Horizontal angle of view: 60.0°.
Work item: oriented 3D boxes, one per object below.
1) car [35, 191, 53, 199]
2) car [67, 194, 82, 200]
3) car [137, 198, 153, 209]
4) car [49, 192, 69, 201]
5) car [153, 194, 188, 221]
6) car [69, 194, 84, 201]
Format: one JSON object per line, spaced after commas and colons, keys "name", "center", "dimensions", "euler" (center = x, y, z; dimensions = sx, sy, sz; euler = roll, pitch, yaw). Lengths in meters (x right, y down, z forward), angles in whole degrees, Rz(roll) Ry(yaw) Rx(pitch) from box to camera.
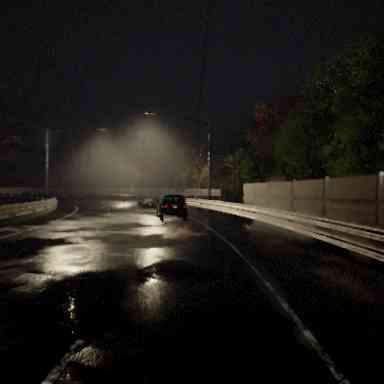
{"name": "car", "center": [-35.567, 1.126, 80.220], "dimensions": [1.812, 1.442, 4.674], "euler": [1, 0, -44]}
{"name": "car", "center": [-29.896, 1.165, 84.394], "dimensions": [1.837, 1.490, 4.892], "euler": [1, 0, -44]}
{"name": "car", "center": [-5.920, 1.499, 43.702], "dimensions": [1.994, 1.385, 4.181], "euler": [1, 0, -19]}
{"name": "car", "center": [-29.052, 1.228, 72.552], "dimensions": [1.994, 1.385, 4.181], "euler": [1, 0, -40]}
{"name": "car", "center": [-1.725, 1.205, 27.412], "dimensions": [2.150, 2.045, 5.566], "euler": [1, 0, -10]}
{"name": "car", "center": [-25.771, 1.307, 74.040], "dimensions": [1.895, 1.301, 4.718], "euler": [1, 0, -37]}
